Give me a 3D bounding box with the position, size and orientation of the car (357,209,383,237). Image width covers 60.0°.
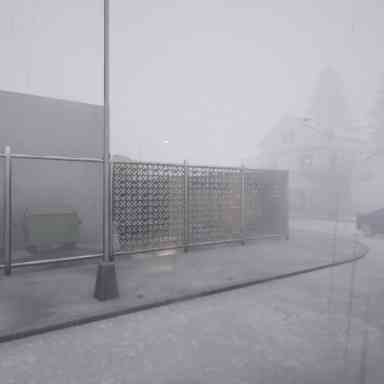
[{"bbox_3d":[10.078,1.477,15.468,1.882,1.535,5.008,1,0,-18],"label":"car"}]
